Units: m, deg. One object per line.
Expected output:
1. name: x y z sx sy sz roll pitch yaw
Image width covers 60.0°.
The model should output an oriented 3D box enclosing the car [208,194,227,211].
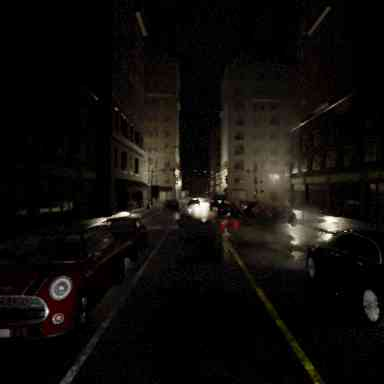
1. car: 3.292 1.293 42.238 2.150 2.045 5.566 0 0 0

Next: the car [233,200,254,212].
1. car: 6.144 1.668 40.057 1.802 1.307 4.206 0 0 0

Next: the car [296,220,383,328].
1. car: 3.937 1.540 7.027 1.837 1.490 4.892 0 0 0

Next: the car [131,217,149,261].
1. car: -2.602 1.585 12.190 1.802 1.307 4.206 0 0 0

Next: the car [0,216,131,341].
1. car: -2.642 1.435 6.604 1.967 1.590 4.097 0 0 0

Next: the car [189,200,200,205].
1. car: 0.339 1.467 49.056 1.994 1.385 4.181 0 0 0

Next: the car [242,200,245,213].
1. car: 6.102 1.646 34.472 1.947 1.339 4.313 0 0 0

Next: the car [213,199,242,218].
1. car: 3.251 1.661 31.335 1.895 1.301 4.718 0 0 1

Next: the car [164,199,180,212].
1. car: -2.401 1.580 40.117 1.887 1.381 4.507 0 0 0

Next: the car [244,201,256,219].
1. car: 6.062 1.600 29.056 1.752 1.417 4.829 0 0 0

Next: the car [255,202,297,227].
1. car: 6.020 1.619 23.300 2.008 1.369 4.403 0 0 0
